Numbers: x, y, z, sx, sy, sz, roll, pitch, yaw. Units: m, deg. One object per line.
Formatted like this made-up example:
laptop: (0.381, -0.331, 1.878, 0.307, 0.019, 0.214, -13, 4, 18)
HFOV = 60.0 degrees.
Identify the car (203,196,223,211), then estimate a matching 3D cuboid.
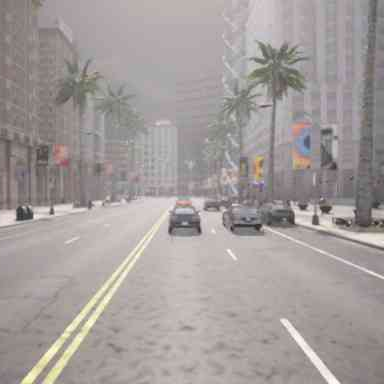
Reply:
car: (2.434, 1.563, 41.942, 1.837, 1.490, 4.892, 0, 0, -2)

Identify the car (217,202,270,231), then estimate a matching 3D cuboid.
car: (3.036, 1.577, 20.923, 2.033, 1.411, 5.357, 0, 0, -2)

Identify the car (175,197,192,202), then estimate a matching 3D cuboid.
car: (-1.038, 1.413, 40.819, 2.097, 1.767, 4.553, 0, 0, -2)

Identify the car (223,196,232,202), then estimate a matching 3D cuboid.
car: (5.105, 1.429, 53.357, 2.185, 1.767, 4.553, 0, 0, -2)

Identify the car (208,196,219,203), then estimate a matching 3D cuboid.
car: (4.785, 1.619, 75.286, 2.161, 1.482, 4.786, 0, 0, -2)

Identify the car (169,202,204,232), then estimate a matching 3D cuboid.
car: (-0.452, 1.555, 20.339, 1.812, 1.442, 4.674, 0, 0, -2)

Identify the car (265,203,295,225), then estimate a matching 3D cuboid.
car: (5.936, 1.514, 23.994, 2.231, 1.521, 4.892, 0, 0, -2)
